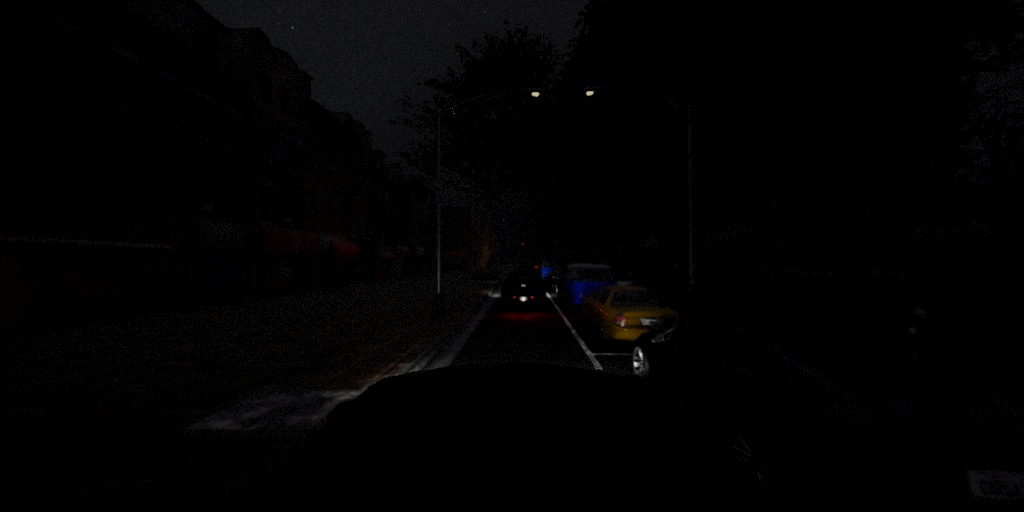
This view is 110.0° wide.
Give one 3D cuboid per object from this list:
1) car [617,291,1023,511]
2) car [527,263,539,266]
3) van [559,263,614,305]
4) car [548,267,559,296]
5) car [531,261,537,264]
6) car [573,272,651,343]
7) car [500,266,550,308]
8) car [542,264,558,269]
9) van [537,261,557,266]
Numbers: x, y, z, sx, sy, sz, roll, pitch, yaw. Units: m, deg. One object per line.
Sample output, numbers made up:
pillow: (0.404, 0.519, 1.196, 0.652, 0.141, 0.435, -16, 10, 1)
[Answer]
car: (2.772, 1.332, 4.071, 1.948, 1.339, 4.313, 0, 0, 2)
car: (0.981, 1.589, 30.847, 2.033, 1.411, 5.357, 0, -1, 2)
van: (3.118, 1.213, 14.964, 1.690, 1.789, 3.998, 0, 0, 2)
car: (3.291, 1.493, 20.411, 1.948, 1.339, 4.313, 0, 0, 2)
car: (4.685, 1.832, 60.912, 1.801, 1.575, 5.366, 0, -1, 2)
car: (2.951, 1.344, 9.688, 1.751, 1.417, 4.829, 0, 0, 2)
car: (0.518, 1.398, 16.159, 1.837, 1.490, 4.892, 0, 0, 2)
car: (3.463, 1.534, 25.857, 2.007, 1.370, 4.403, 0, 0, 2)
van: (3.809, 1.441, 36.749, 1.690, 1.789, 3.998, 0, 0, 2)
